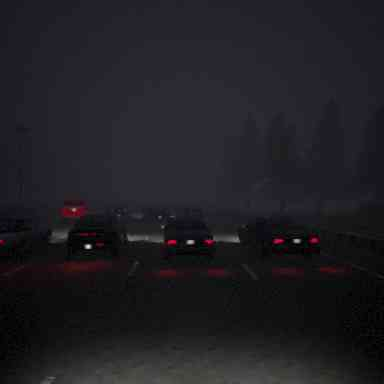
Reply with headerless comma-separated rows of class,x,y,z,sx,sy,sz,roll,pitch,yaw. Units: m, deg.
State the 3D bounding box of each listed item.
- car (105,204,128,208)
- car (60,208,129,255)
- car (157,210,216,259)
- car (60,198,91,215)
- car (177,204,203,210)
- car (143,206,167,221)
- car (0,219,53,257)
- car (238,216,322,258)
car,-6.882,1.808,30.440,2.128,1.511,4.902,0,0,-17
car,-3.836,1.653,13.998,1.837,1.490,4.892,0,0,-5
car,-0.237,1.685,13.208,2.033,1.411,5.357,0,-1,-4
car,-9.982,1.522,28.655,2.150,2.045,5.566,0,0,-16
car,-0.239,1.863,32.622,1.812,1.442,4.674,0,0,-17
car,-3.421,1.923,31.099,1.895,1.301,4.718,0,-1,-17
car,-7.299,1.742,13.537,1.895,1.301,4.718,0,-1,-5
car,3.255,1.688,13.448,2.033,1.411,5.357,0,-1,-5
